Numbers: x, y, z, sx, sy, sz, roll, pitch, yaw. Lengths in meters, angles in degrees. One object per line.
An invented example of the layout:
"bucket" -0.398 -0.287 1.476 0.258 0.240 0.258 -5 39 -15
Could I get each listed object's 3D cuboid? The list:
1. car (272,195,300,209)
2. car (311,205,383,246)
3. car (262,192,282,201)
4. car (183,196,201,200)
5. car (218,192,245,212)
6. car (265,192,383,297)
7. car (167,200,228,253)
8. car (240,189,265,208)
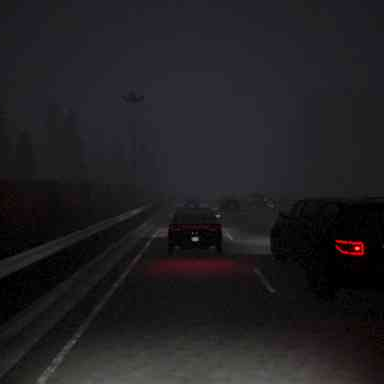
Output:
"car" 10.512 1.071 37.636 1.994 1.385 4.181 0 1 0
"car" 7.102 1.365 14.996 1.994 1.385 4.181 0 1 0
"car" 13.844 0.736 57.785 2.128 1.511 4.902 0 1 0
"car" 0.017 1.129 36.064 1.895 1.301 4.718 0 1 0
"car" 3.582 1.052 32.443 1.882 1.535 5.008 0 1 0
"car" 3.602 1.111 8.398 2.150 2.045 5.566 0 1 0
"car" 0.102 1.307 12.971 1.882 1.535 5.008 0 1 0
"car" 7.008 0.859 37.600 2.097 1.767 4.553 0 1 0
